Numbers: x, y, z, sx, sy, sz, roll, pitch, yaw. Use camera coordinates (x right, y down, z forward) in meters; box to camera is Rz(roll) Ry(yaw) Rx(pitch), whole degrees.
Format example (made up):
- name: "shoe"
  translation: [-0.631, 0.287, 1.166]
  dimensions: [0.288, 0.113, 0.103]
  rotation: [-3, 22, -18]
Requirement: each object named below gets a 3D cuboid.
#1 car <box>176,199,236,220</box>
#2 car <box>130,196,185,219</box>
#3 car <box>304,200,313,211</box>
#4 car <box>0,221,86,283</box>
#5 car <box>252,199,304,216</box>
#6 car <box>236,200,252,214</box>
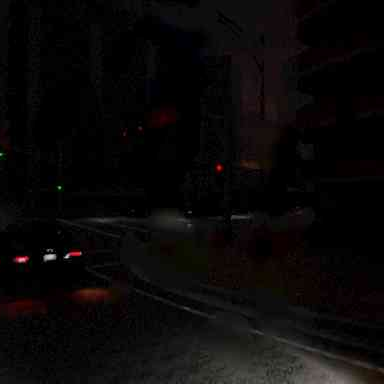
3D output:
- name: "car"
  translation: [1.311, 1.655, 30.175]
  dimensions: [4.892, 1.490, 1.837]
  rotation: [0, 0, -33]
- name: "car"
  translation: [-3.003, 1.369, 31.540]
  dimensions: [5.566, 2.045, 2.150]
  rotation: [0, 0, -33]
- name: "car"
  translation: [13.704, 1.701, 42.434]
  dimensions: [4.902, 1.511, 2.128]
  rotation: [0, 0, -33]
- name: "car"
  translation: [-4.675, 1.571, 9.848]
  dimensions: [2.033, 1.411, 5.357]
  rotation: [0, 0, -33]
- name: "car"
  translation: [9.139, 1.671, 35.282]
  dimensions: [4.902, 1.511, 2.128]
  rotation: [0, 0, -33]
- name: "car"
  translation: [5.294, 1.683, 36.954]
  dimensions: [4.892, 1.490, 1.837]
  rotation: [0, 0, -33]
